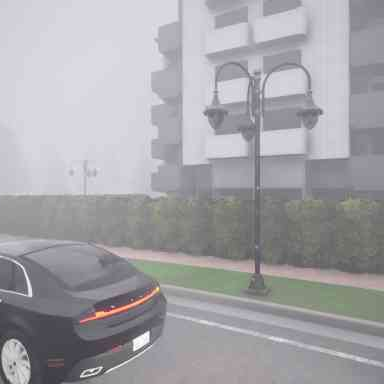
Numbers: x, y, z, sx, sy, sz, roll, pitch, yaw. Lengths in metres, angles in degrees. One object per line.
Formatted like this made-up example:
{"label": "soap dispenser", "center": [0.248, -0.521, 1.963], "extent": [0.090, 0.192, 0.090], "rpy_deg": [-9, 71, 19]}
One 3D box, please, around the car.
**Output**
{"label": "car", "center": [-2.681, 1.505, 5.149], "extent": [4.892, 1.490, 1.837], "rpy_deg": [0, 0, 31]}
